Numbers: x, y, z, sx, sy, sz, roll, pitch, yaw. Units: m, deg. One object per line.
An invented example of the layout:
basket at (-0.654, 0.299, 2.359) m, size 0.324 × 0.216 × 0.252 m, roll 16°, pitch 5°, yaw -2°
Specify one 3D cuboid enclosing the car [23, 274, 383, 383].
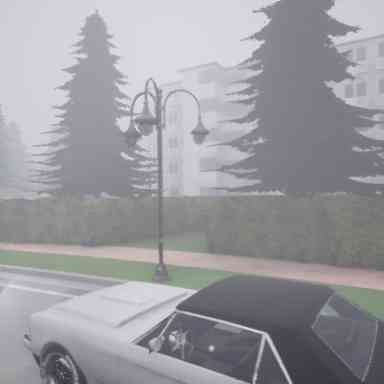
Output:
car at (0.352, 1.607, 3.454) m, size 4.718 × 1.301 × 1.895 m, roll -1°, pitch 0°, yaw 33°
